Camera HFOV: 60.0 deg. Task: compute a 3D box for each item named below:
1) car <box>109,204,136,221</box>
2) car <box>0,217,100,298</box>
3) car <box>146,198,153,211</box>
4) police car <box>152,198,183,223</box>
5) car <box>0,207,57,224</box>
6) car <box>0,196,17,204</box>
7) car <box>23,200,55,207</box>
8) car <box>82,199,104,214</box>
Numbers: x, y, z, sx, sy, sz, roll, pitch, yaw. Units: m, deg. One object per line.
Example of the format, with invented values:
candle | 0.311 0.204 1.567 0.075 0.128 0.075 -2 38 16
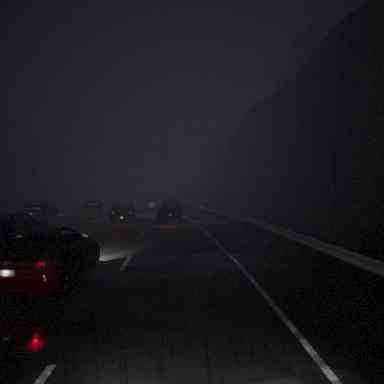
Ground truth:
car | -5.483 1.588 26.638 1.895 1.301 4.718 0 0 -8
car | -3.739 1.563 8.529 1.994 1.385 4.181 0 0 -3
car | -4.628 1.500 41.220 1.812 1.442 4.674 0 0 -12
police car | -1.866 1.407 25.876 1.930 1.638 5.238 0 0 -8
car | -7.524 1.548 13.538 2.033 1.411 5.357 0 0 -4
car | -36.953 1.501 67.114 1.837 1.490 4.892 0 0 -16
car | -12.778 1.488 27.955 2.128 1.511 4.902 0 0 -9
car | -10.643 1.478 35.834 2.128 1.511 4.902 0 0 -11
